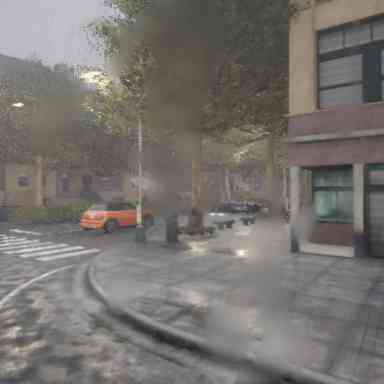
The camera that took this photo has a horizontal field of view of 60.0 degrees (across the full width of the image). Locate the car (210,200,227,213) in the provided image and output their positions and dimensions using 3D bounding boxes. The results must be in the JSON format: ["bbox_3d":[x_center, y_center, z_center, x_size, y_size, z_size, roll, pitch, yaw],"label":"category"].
[{"bbox_3d":[4.129,1.578,38.408,2.033,1.411,5.357,0,0,36],"label":"car"}]

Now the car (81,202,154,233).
[{"bbox_3d":[-4.314,1.376,20.061,2.097,1.767,4.553,0,0,34],"label":"car"}]

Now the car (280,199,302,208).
[{"bbox_3d":[13.475,1.624,45.419,1.895,1.301,4.718,0,0,36],"label":"car"}]

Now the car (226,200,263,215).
[{"bbox_3d":[5.741,1.588,34.501,1.994,1.385,4.181,0,0,36],"label":"car"}]
